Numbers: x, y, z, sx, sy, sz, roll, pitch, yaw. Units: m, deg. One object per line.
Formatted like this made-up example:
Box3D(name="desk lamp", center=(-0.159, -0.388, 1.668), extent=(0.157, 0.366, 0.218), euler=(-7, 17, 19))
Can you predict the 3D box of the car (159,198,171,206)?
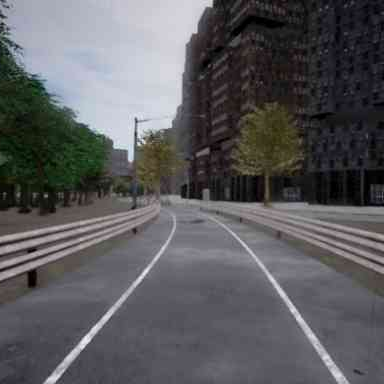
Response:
Box3D(name="car", center=(-5.256, 1.862, 62.227), extent=(2.128, 1.511, 4.902), euler=(0, 0, -17))
